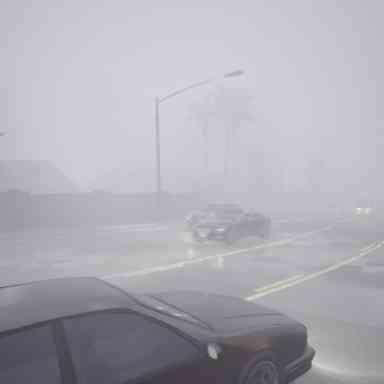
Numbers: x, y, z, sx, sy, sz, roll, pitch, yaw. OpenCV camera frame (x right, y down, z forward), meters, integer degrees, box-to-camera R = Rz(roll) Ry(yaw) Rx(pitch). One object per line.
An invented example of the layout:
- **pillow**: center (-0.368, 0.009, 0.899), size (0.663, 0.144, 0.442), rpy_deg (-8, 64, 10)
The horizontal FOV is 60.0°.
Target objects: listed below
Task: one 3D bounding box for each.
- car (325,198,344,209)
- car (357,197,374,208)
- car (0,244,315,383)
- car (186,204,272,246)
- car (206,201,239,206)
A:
- **car**: center (20.594, 1.611, 48.021), size (1.812, 1.442, 4.674), rpy_deg (-1, 0, 35)
- **car**: center (25.945, 1.513, 49.647), size (2.128, 1.511, 4.902), rpy_deg (-1, 0, 35)
- **car**: center (-1.187, 1.569, 2.940), size (5.357, 1.411, 2.033), rpy_deg (0, 0, -37)
- **car**: center (2.036, 1.553, 15.771), size (2.128, 1.511, 4.902), rpy_deg (-1, -1, 41)
- **car**: center (1.620, 1.462, 20.742), size (2.097, 1.767, 4.553), rpy_deg (-1, -1, 37)
